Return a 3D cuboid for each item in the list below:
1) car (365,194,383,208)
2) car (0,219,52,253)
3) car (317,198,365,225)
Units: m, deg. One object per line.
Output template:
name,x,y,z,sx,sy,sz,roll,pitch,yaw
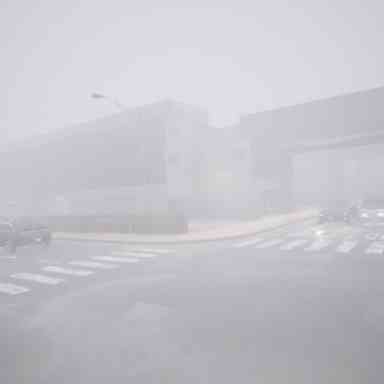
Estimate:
car,19.031,0.916,34.679,1.895,1.301,4.718,-4,-1,36
car,-9.239,2.208,17.461,4.902,1.511,2.128,-4,-1,39
car,9.492,1.209,21.424,1.837,1.490,4.892,-4,-1,36
